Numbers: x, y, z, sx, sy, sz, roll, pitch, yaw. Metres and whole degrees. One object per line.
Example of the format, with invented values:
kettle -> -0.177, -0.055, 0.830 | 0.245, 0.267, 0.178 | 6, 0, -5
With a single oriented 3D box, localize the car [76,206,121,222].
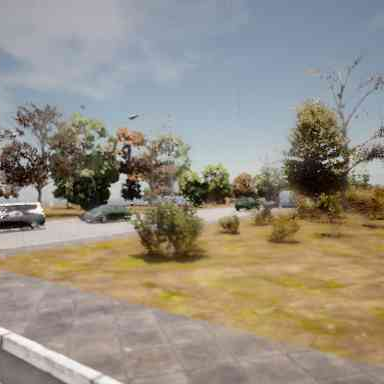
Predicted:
car -> -9.761, 2.280, 34.948 | 1.994, 1.385, 4.181 | -2, -1, 33

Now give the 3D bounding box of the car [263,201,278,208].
car -> 14.029, 2.283, 59.176 | 1.895, 1.301, 4.718 | -2, -2, 33

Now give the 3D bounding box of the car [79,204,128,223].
car -> -7.917, 1.941, 31.355 | 2.097, 1.767, 4.553 | -2, -1, 33

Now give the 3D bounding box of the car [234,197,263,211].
car -> 8.358, 1.813, 50.285 | 2.150, 2.045, 5.566 | -2, -2, 33

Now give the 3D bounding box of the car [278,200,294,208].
car -> 16.746, 2.120, 56.931 | 1.994, 1.385, 4.181 | -2, -2, 33

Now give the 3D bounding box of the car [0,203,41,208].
car -> -14.868, 1.920, 27.082 | 2.150, 2.045, 5.566 | -2, -1, 33

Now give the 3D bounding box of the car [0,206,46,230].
car -> -12.951, 2.067, 23.689 | 2.128, 1.511, 4.902 | -2, -1, 34
